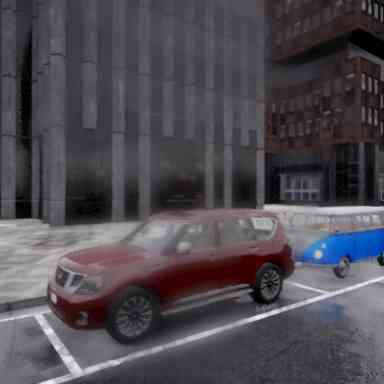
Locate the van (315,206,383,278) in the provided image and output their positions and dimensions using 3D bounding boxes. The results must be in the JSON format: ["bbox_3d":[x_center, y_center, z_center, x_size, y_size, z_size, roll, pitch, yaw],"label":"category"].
[{"bbox_3d":[4.421,1.327,9.803,3.998,1.788,1.690,0,0,-36],"label":"van"}]

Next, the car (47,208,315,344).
[{"bbox_3d":[-0.076,1.309,6.592,5.009,1.841,2.192,0,0,-36],"label":"car"}]
